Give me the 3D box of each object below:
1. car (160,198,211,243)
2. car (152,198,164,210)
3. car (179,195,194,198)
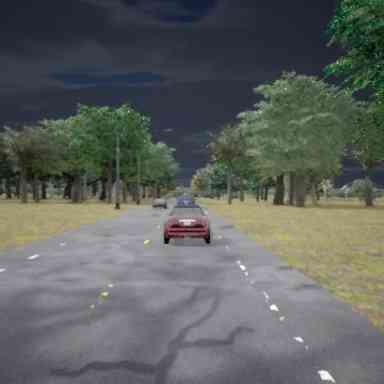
[{"bbox_3d":[-0.240,1.378,16.411,2.097,1.767,4.553,0,0,-1],"label":"car"},{"bbox_3d":[-4.441,1.611,46.385,1.882,1.535,5.008,0,-1,-1],"label":"car"},{"bbox_3d":[-0.648,1.329,39.027,2.150,2.045,5.566,0,0,-1],"label":"car"}]
